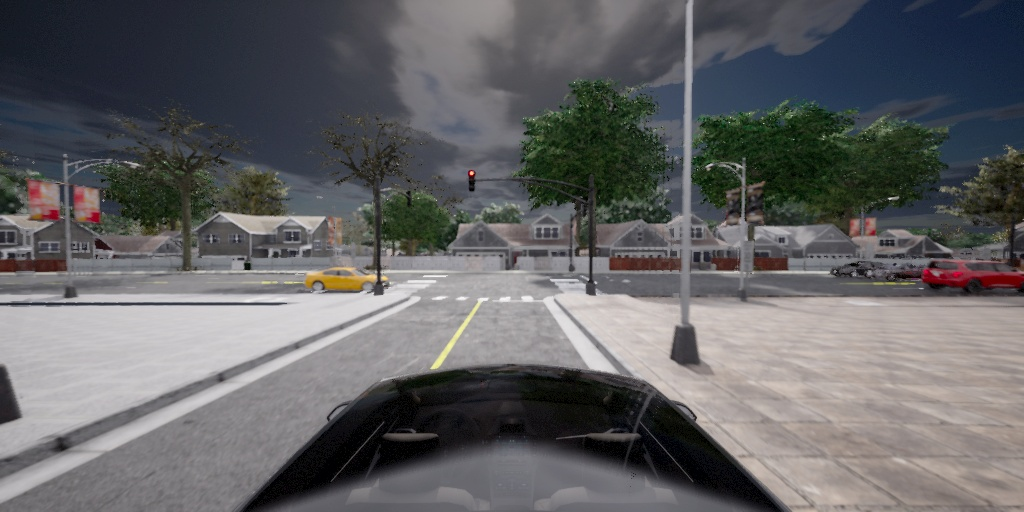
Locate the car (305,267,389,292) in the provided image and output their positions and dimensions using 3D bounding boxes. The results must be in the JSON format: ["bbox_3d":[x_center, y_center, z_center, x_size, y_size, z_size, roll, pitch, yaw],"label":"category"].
[{"bbox_3d":[-10.401,1.469,22.798,5.008,1.535,1.882,1,2,0],"label":"car"}]

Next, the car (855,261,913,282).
[{"bbox_3d":[31.783,1.317,29.378,4.902,1.511,2.128,0,2,0],"label":"car"}]

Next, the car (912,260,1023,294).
[{"bbox_3d":[29.625,1.282,22.795,5.566,2.045,2.150,0,2,0],"label":"car"}]

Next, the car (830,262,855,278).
[{"bbox_3d":[31.853,1.229,32.627,4.892,1.490,1.837,1,2,0],"label":"car"}]
